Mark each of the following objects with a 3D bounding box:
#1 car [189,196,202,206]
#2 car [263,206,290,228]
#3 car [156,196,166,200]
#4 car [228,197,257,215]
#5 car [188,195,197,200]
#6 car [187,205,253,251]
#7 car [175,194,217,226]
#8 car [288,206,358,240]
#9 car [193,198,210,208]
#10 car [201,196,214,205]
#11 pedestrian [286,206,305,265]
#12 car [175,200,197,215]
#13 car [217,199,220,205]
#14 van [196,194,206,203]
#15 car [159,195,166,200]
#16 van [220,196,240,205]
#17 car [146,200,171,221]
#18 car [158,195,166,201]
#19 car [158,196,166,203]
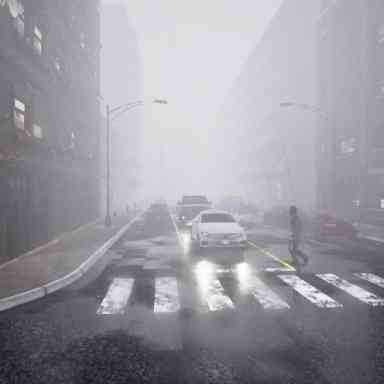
[{"bbox_3d":[0.509,1.504,57.707,1.837,1.490,4.892,0,0,-5],"label":"car"},{"bbox_3d":[6.114,1.562,22.130,1.947,1.339,4.313,0,0,-5],"label":"car"},{"bbox_3d":[-4.099,1.540,43.452,1.887,1.381,4.507,0,0,-5],"label":"car"},{"bbox_3d":[5.183,1.540,33.137,1.887,1.381,4.507,0,0,-5],"label":"car"},{"bbox_3d":[0.068,1.568,93.679,2.008,1.369,4.403,-1,0,-5],"label":"car"},{"bbox_3d":[0.984,1.522,14.238,1.812,1.442,4.674,0,0,-5],"label":"car"},{"bbox_3d":[0.137,1.216,24.091,2.150,2.045,5.566,0,0,-5],"label":"car"},{"bbox_3d":[6.579,1.578,16.626,1.802,1.307,4.206,0,0,-5],"label":"car"},{"bbox_3d":[1.343,1.598,47.923,1.895,1.301,4.718,0,0,-5],"label":"car"},{"bbox_3d":[2.843,1.526,60.825,1.752,1.417,4.829,0,0,-5],"label":"car"},{"bbox_3d":[3.152,1.291,10.233,0.375,1.860,0.375,0,1,-5],"label":"pedestrian"},{"bbox_3d":[-0.690,1.559,34.095,1.994,1.385,4.181,0,0,-5],"label":"car"},{"bbox_3d":[4.253,1.563,44.145,1.947,1.339,4.313,0,0,-5],"label":"car"},{"bbox_3d":[1.926,1.346,71.664,1.690,1.788,3.998,-1,0,-5],"label":"van"},{"bbox_3d":[-8.284,1.560,92.986,1.887,1.381,4.507,0,0,-5],"label":"car"},{"bbox_3d":[4.717,1.337,38.641,1.690,1.788,3.998,0,0,-5],"label":"van"},{"bbox_3d":[-2.704,1.560,26.940,1.947,1.339,4.313,0,0,-5],"label":"car"},{"bbox_3d":[-7.819,1.578,87.482,1.947,1.339,4.313,0,0,-5],"label":"car"},{"bbox_3d":[-6.410,1.529,70.802,1.752,1.417,4.829,0,0,-5],"label":"car"}]
